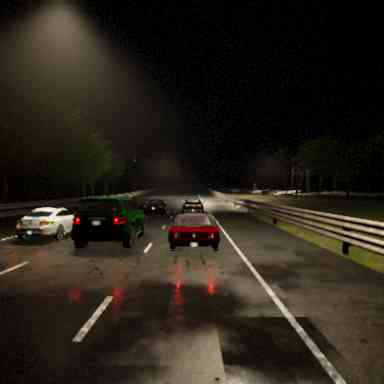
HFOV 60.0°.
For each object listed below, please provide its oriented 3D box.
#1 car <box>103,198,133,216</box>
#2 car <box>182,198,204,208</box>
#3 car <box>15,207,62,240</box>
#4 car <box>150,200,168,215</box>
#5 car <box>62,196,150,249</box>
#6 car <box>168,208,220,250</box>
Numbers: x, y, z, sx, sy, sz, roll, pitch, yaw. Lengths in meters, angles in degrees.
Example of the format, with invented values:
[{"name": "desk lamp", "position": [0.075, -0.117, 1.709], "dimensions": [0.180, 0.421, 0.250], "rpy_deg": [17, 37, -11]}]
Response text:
[{"name": "car", "position": [-6.907, 1.357, 31.679], "dimensions": [1.812, 1.442, 4.674], "rpy_deg": [0, 0, 0]}, {"name": "car", "position": [0.097, 1.330, 30.700], "dimensions": [2.128, 1.511, 4.902], "rpy_deg": [0, 0, 0]}, {"name": "car", "position": [-6.899, 1.478, 16.483], "dimensions": [1.812, 1.442, 4.674], "rpy_deg": [0, 0, 0]}, {"name": "car", "position": [-3.402, 1.398, 31.263], "dimensions": [1.994, 1.385, 4.181], "rpy_deg": [0, 0, 0]}, {"name": "car", "position": [-3.410, 1.186, 14.541], "dimensions": [2.150, 2.045, 5.566], "rpy_deg": [0, 0, 0]}, {"name": "car", "position": [0.086, 1.569, 14.090], "dimensions": [1.895, 1.301, 4.718], "rpy_deg": [0, 0, 0]}]
